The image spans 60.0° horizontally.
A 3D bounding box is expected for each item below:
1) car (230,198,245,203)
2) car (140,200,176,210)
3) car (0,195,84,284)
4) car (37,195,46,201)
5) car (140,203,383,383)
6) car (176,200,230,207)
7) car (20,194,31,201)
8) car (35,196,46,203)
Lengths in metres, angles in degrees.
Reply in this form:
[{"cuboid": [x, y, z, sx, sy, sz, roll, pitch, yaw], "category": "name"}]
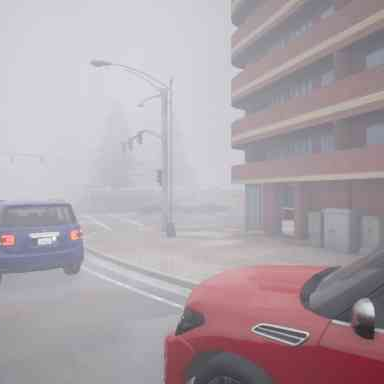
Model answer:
[{"cuboid": [5.172, 1.533, 39.723, 5.008, 1.535, 1.882, 0, 0, -23], "category": "car"}, {"cuboid": [-3.352, 1.581, 36.150, 4.674, 1.442, 1.812, 0, 0, -23], "category": "car"}, {"cuboid": [-4.941, 1.221, 9.792, 2.150, 2.045, 5.566, 0, 0, -36], "category": "car"}, {"cuboid": [-37.290, 1.478, 82.497, 1.882, 1.535, 5.008, 0, 0, -23], "category": "car"}, {"cuboid": [2.364, 1.221, 2.441, 5.566, 2.045, 2.150, 0, 0, 36], "category": "car"}, {"cuboid": [1.105, 1.656, 34.237, 4.718, 1.301, 1.895, 0, 0, -23], "category": "car"}, {"cuboid": [-40.464, 1.355, 81.017, 2.097, 1.767, 4.553, 0, 0, -23], "category": "car"}, {"cuboid": [-33.261, 1.540, 73.024, 2.033, 1.411, 5.357, 0, 0, -23], "category": "car"}]
